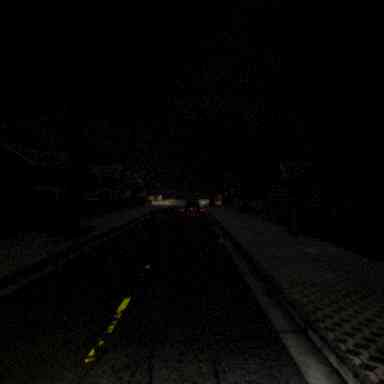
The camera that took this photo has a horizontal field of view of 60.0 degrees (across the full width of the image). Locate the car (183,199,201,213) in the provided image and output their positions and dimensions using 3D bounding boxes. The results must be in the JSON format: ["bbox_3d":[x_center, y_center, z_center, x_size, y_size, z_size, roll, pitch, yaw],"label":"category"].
[{"bbox_3d":[0.010,1.639,39.486,1.837,1.490,4.892,0,0,0],"label":"car"}]

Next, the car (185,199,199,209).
[{"bbox_3d":[0.013,1.757,49.939,1.895,1.301,4.718,0,0,0],"label":"car"}]
